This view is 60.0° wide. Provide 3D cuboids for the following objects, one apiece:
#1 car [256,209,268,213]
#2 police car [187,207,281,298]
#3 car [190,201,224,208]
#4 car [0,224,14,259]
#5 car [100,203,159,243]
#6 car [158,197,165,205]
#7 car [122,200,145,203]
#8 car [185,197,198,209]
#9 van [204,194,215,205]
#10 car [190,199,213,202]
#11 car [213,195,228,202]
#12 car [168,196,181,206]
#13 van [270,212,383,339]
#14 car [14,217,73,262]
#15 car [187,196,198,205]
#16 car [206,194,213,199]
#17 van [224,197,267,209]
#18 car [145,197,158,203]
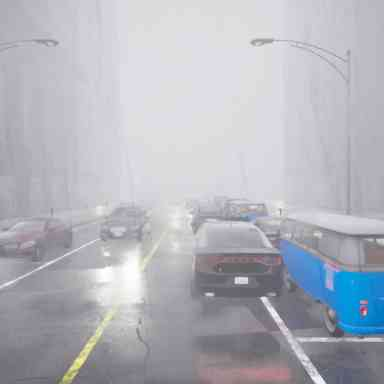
[{"bbox_3d":[2.875,1.543,12.007,1.887,1.381,4.507,0,0,0],"label":"car"},{"bbox_3d":[0.916,1.424,8.699,1.930,1.638,5.238,0,0,0],"label":"police car"},{"bbox_3d":[0.937,1.503,18.589,1.837,1.490,4.892,0,0,0],"label":"car"},{"bbox_3d":[-5.662,1.550,6.373,2.008,1.369,4.403,0,0,0],"label":"car"},{"bbox_3d":[-3.068,1.489,16.268,2.128,1.511,4.902,0,0,0],"label":"car"},{"bbox_3d":[-5.554,1.528,57.215,1.947,1.339,4.313,0,0,0],"label":"car"},{"bbox_3d":[-5.614,1.539,28.969,1.887,1.381,4.507,0,0,0],"label":"car"},{"bbox_3d":[0.106,1.472,44.993,2.128,1.511,4.902,0,0,0],"label":"car"},{"bbox_3d":[2.971,1.304,57.197,1.690,1.788,3.998,0,0,0],"label":"van"},{"bbox_3d":[0.950,1.501,24.588,1.837,1.490,4.892,0,0,0],"label":"car"},{"bbox_3d":[2.898,1.311,23.304,2.192,1.841,5.009,0,0,0],"label":"car"},{"bbox_3d":[-2.887,1.444,54.664,1.882,1.535,5.008,0,0,0],"label":"car"},{"bbox_3d":[2.862,1.340,6.359,1.690,1.788,3.998,0,0,0],"label":"van"},{"bbox_3d":[-5.650,1.580,12.022,1.802,1.307,4.206,0,0,0],"label":"car"},{"bbox_3d":[0.124,1.522,60.005,1.994,1.385,4.181,0,0,0],"label":"car"},{"bbox_3d":[2.922,1.305,34.602,2.192,1.841,5.009,0,0,0],"label":"car"},{"bbox_3d":[2.886,1.338,17.655,1.690,1.788,3.998,0,0,0],"label":"van"},{"bbox_3d":[-5.589,1.567,40.267,1.802,1.307,4.206,0,0,0],"label":"car"}]
